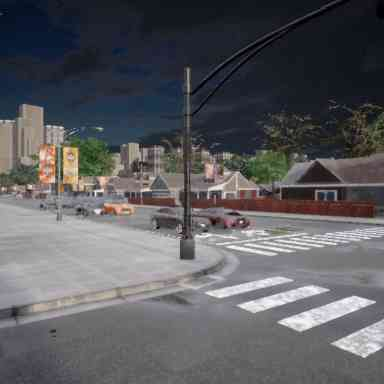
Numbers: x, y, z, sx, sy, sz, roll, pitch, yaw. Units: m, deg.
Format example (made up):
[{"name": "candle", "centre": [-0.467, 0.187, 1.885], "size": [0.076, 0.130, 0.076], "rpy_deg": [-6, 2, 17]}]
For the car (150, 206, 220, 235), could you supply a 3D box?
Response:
[{"name": "car", "centre": [-0.776, 1.600, 19.816], "size": [1.837, 1.490, 4.892], "rpy_deg": [0, 0, -35]}]

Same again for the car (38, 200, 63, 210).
[{"name": "car", "centre": [-20.909, 1.907, 48.302], "size": [2.033, 1.411, 5.357], "rpy_deg": [0, 0, -35]}]

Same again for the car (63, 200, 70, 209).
[{"name": "car", "centre": [-18.260, 1.911, 50.186], "size": [1.994, 1.385, 4.181], "rpy_deg": [0, 0, -35]}]

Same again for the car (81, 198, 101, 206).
[{"name": "car", "centre": [-19.115, 1.906, 62.605], "size": [2.033, 1.411, 5.357], "rpy_deg": [0, 0, -35]}]

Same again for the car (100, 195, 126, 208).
[{"name": "car", "centre": [-12.966, 1.522, 54.124], "size": [2.150, 2.045, 5.566], "rpy_deg": [0, 0, -36]}]

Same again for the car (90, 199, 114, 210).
[{"name": "car", "centre": [-13.382, 1.785, 49.106], "size": [1.837, 1.490, 4.892], "rpy_deg": [0, 0, -35]}]

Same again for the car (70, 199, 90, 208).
[{"name": "car", "centre": [-19.431, 1.886, 57.591], "size": [2.033, 1.411, 5.357], "rpy_deg": [0, 0, -34]}]

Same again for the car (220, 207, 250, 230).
[{"name": "car", "centre": [1.824, 1.658, 21.767], "size": [1.994, 1.385, 4.181], "rpy_deg": [0, 0, -35]}]

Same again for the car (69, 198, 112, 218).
[{"name": "car", "centre": [-10.188, 1.686, 33.060], "size": [2.128, 1.511, 4.902], "rpy_deg": [0, 0, -35]}]

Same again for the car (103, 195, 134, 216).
[{"name": "car", "centre": [-7.924, 1.550, 35.486], "size": [2.097, 1.767, 4.553], "rpy_deg": [0, 0, -35]}]
